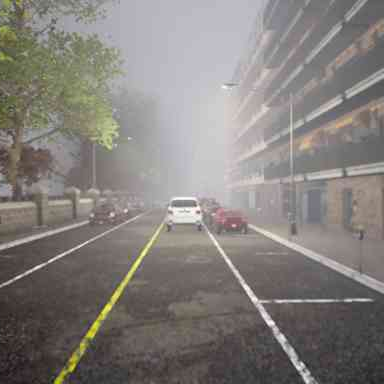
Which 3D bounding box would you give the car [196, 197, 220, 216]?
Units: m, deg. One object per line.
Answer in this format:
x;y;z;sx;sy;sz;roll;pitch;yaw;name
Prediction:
1.654;1.544;36.673;2.192;1.841;5.009;0;0;-2;car

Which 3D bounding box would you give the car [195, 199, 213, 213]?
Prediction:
1.492;1.708;42.301;1.967;1.590;4.097;0;0;-2;car

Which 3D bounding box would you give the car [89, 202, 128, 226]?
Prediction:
-6.395;1.630;25.174;1.967;1.590;4.097;0;0;-2;car

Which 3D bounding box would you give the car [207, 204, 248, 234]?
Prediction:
2.146;1.659;19.789;1.887;1.381;4.507;0;0;-2;car

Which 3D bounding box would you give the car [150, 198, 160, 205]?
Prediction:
-7.696;2.035;70.025;1.752;1.417;4.829;0;0;-2;car

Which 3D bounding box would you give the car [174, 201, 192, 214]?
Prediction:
-1.042;1.813;40.330;2.033;1.411;5.357;0;0;-2;car

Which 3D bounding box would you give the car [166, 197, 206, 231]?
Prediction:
-0.516;1.363;21.990;2.150;2.045;5.566;0;0;-2;car

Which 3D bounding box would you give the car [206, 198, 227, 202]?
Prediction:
1.819;1.631;31.045;1.967;1.590;4.097;0;0;-2;car

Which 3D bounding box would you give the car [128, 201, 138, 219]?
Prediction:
-6.558;1.669;30.800;1.967;1.590;4.097;0;0;-2;car

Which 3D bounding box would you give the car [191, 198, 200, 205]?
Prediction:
0.671;2.000;70.610;1.752;1.417;4.829;0;0;-2;car

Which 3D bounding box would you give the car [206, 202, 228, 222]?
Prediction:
1.982;1.697;25.417;1.887;1.381;4.507;0;0;-2;car

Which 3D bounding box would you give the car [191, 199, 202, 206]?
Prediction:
0.840;1.996;64.811;1.947;1.339;4.313;0;0;-2;car

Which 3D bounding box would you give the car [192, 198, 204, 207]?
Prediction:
1.002;1.828;59.184;1.967;1.590;4.097;0;0;-2;car

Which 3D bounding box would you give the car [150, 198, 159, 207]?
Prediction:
-7.369;1.950;58.769;1.752;1.417;4.829;0;0;-2;car

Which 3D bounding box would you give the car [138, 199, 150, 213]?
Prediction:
-6.884;1.856;42.056;2.008;1.369;4.403;0;0;-2;car
